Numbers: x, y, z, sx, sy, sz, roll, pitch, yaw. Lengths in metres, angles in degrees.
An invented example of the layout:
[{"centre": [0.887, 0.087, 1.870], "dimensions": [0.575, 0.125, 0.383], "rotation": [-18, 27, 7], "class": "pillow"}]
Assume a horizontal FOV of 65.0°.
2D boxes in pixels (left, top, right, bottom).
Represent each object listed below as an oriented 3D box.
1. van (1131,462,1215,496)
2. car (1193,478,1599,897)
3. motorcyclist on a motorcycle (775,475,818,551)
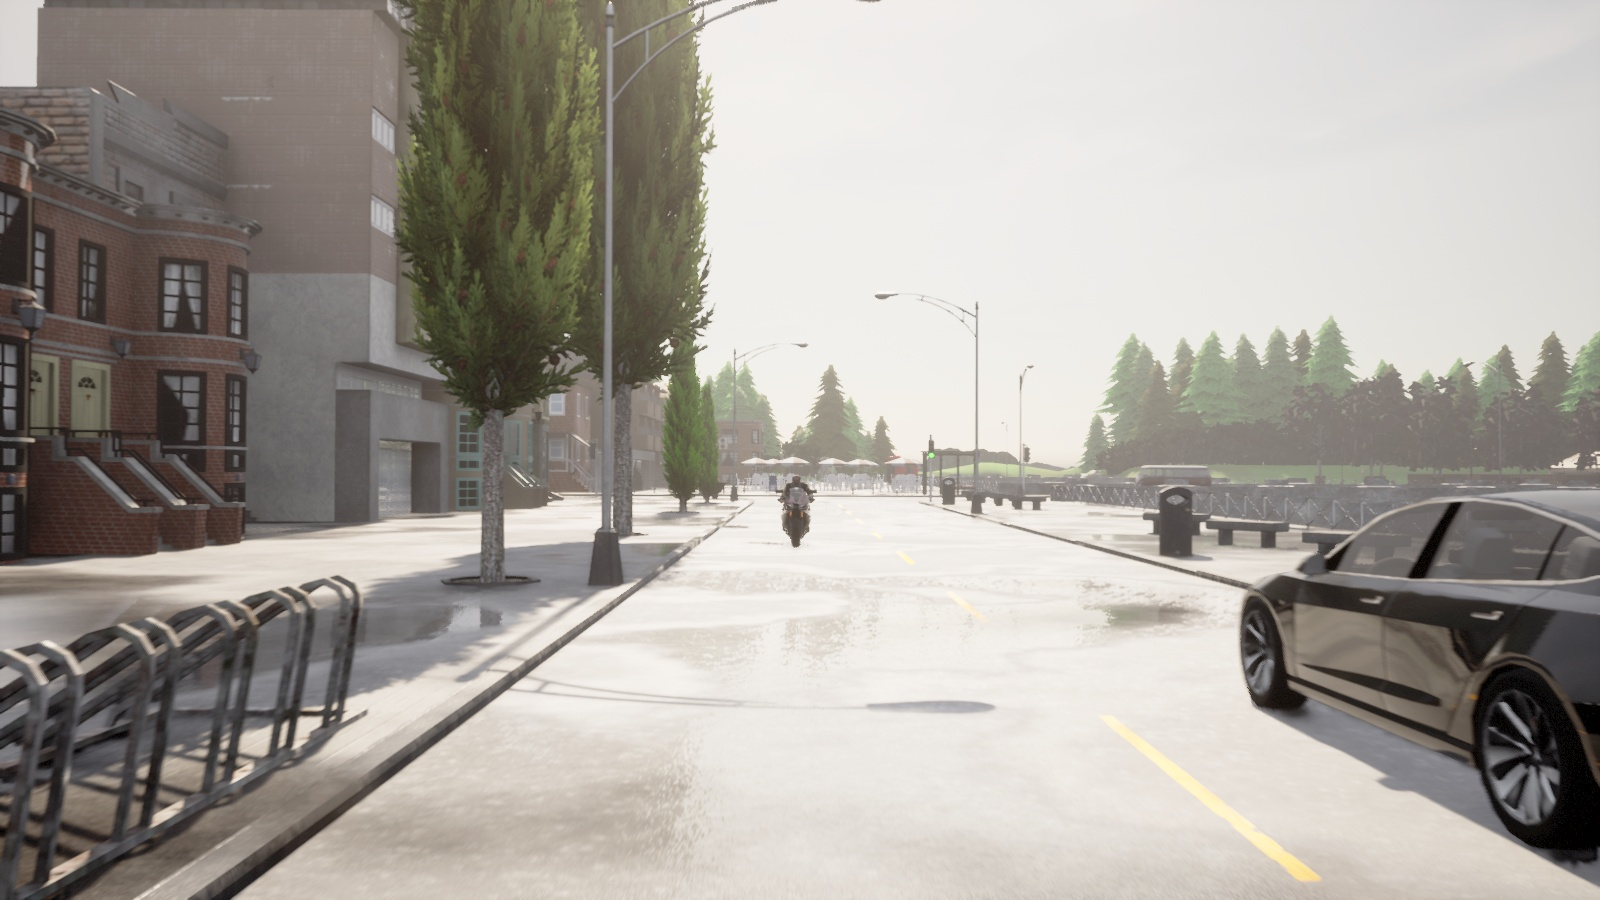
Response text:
[{"centre": [22.036, 1.723, 74.286], "dimensions": [4.442, 1.987, 1.775], "rotation": [0, -1, 1], "class": "van"}, {"centre": [3.981, 0.913, 6.818], "dimensions": [2.163, 1.488, 4.792], "rotation": [0, -1, 0], "class": "car"}, {"centre": [-0.069, 1.294, 26.517], "dimensions": [0.866, 1.530, 2.191], "rotation": [0, -1, 0], "class": "motorcyclist on a motorcycle"}]
